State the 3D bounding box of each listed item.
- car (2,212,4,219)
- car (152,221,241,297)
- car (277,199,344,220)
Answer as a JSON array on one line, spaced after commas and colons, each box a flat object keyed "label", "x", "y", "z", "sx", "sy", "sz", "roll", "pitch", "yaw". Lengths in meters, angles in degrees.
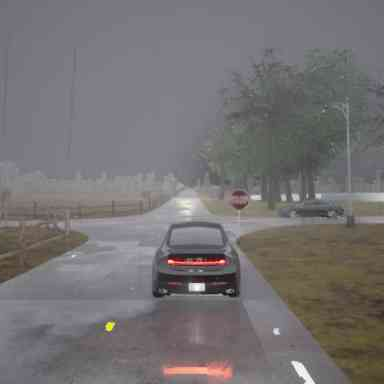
[{"label": "car", "x": -15.431, "y": 1.464, "z": 22.611, "sx": 4.902, "sy": 1.511, "sz": 2.128, "roll": 0, "pitch": -1, "yaw": 1}, {"label": "car", "x": 0.095, "y": 1.497, "z": 8.532, "sx": 1.837, "sy": 1.490, "sz": 4.892, "roll": 0, "pitch": 0, "yaw": 0}, {"label": "car", "x": 9.134, "y": 1.348, "z": 25.848, "sx": 4.892, "sy": 1.490, "sz": 1.837, "roll": -1, "pitch": -1, "yaw": 3}]
